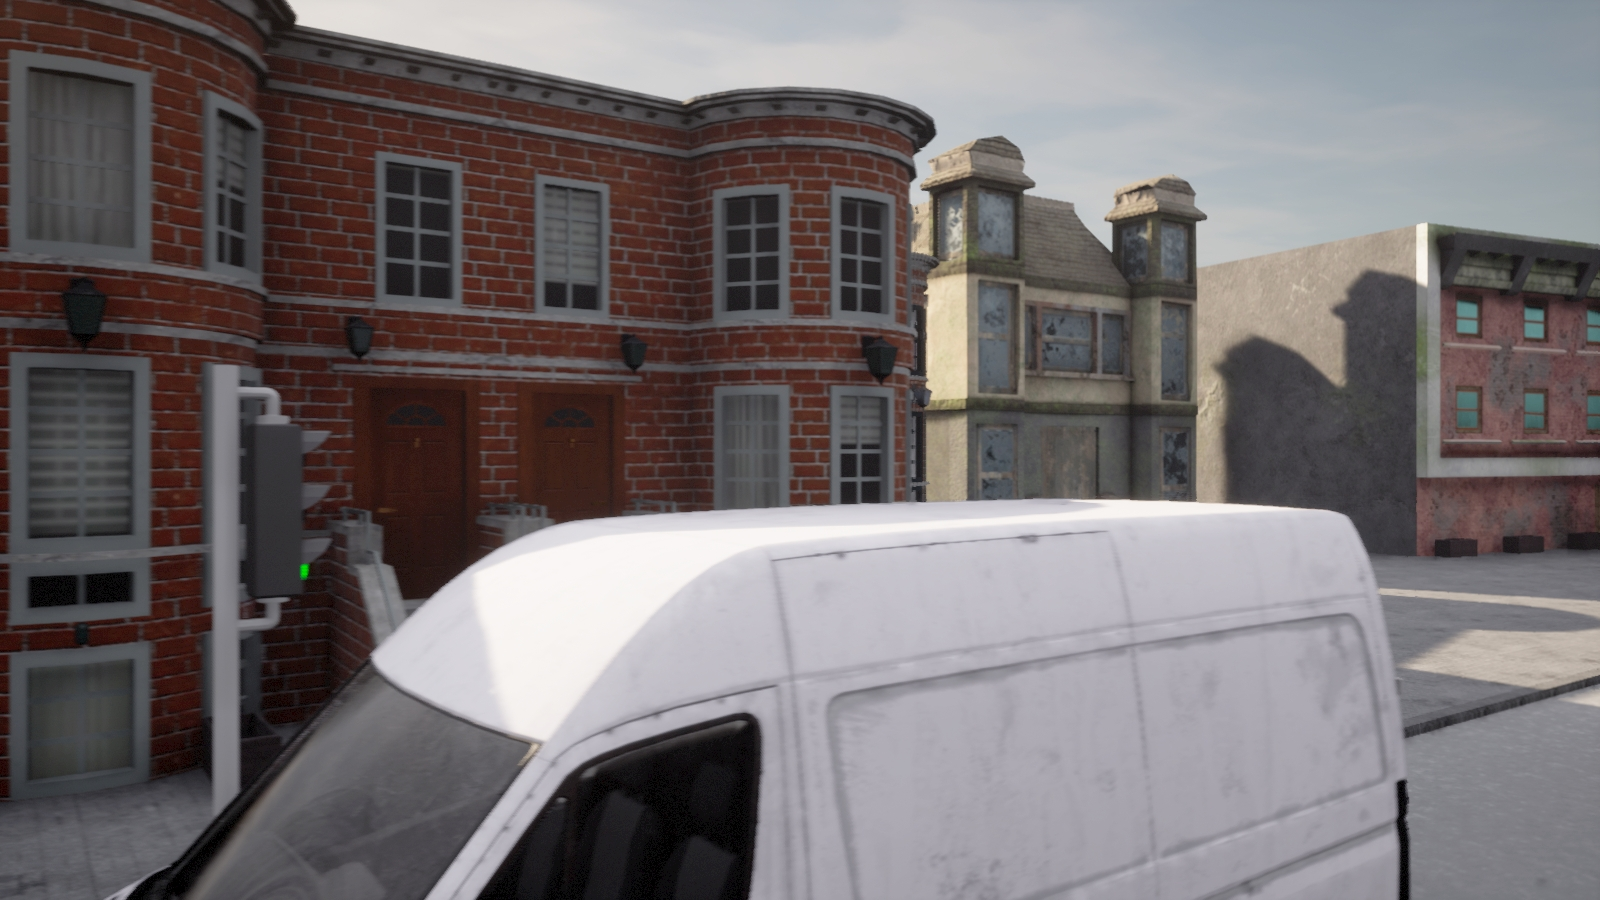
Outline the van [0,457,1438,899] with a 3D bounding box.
[{"bbox_3d":[-0.067,1.315,4.358,5.915,2.561,1.988,0,0,-35],"label":"van"}]
